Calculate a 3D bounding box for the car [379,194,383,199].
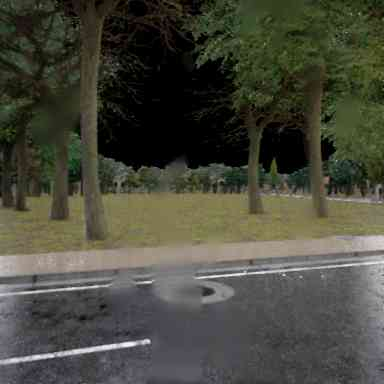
[{"bbox_3d":[45.930,1.209,79.736,1.994,1.385,4.181,0,0,5],"label":"car"}]
